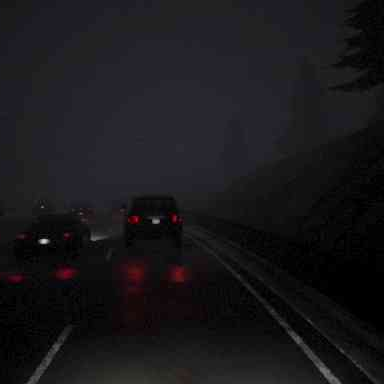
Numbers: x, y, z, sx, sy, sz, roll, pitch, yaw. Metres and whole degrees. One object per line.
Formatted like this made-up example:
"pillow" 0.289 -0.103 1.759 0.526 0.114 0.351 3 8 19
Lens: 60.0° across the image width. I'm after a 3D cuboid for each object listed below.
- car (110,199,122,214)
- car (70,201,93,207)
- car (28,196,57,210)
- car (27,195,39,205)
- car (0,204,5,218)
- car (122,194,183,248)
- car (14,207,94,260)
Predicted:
"car" -6.862 1.325 32.044 1.895 1.301 4.718 -1 1 -18
"car" -9.381 1.387 28.354 1.895 1.301 4.718 -1 1 -17
"car" -14.288 1.353 32.316 1.994 1.385 4.181 -1 1 -18
"car" -23.807 1.211 50.499 1.812 1.442 4.674 -1 0 -19
"car" -15.846 1.352 25.551 1.882 1.535 5.008 -1 0 -17
"car" -1.816 1.089 14.405 2.150 2.045 5.566 -1 1 -12
"car" -4.950 1.479 12.245 1.994 1.385 4.181 -1 1 -11
